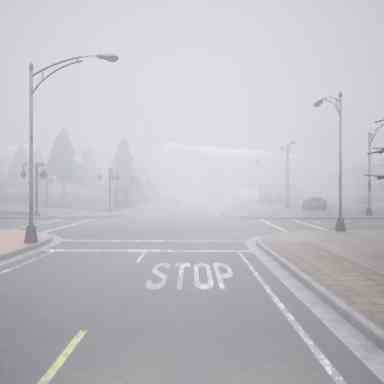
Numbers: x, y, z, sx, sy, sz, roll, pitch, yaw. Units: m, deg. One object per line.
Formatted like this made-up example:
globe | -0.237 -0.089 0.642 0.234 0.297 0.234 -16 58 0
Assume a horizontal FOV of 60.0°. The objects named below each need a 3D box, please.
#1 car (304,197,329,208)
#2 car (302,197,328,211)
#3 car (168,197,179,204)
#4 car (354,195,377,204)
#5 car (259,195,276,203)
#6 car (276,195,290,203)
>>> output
car | 17.009 1.382 45.662 1.970 1.475 3.806 0 0 0
car | 13.956 1.371 38.271 1.845 1.501 3.633 0 0 0
car | -3.500 1.525 63.002 1.895 1.301 4.718 0 0 0
car | 29.110 1.318 56.535 1.845 1.501 3.633 0 0 0
car | 14.203 1.338 64.304 2.007 1.523 4.514 0 0 0
car | 17.340 1.329 64.325 2.152 1.636 5.027 0 0 0
